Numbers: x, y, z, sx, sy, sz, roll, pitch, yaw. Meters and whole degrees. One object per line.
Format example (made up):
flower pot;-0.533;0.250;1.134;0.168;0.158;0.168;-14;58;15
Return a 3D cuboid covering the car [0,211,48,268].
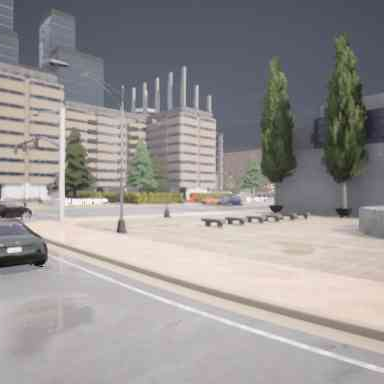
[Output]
car;-6.125;1.508;10.384;1.994;1.385;4.181;1;0;-43

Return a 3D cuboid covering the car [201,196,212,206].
car;3.612;1.383;55.608;4.553;1.767;2.097;1;0;-42

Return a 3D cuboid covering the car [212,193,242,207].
car;5.984;1.406;53.035;4.553;1.767;2.097;1;0;-42

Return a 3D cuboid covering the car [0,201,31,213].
car;-13.455;1.365;23.534;2.128;1.511;4.902;0;0;8
